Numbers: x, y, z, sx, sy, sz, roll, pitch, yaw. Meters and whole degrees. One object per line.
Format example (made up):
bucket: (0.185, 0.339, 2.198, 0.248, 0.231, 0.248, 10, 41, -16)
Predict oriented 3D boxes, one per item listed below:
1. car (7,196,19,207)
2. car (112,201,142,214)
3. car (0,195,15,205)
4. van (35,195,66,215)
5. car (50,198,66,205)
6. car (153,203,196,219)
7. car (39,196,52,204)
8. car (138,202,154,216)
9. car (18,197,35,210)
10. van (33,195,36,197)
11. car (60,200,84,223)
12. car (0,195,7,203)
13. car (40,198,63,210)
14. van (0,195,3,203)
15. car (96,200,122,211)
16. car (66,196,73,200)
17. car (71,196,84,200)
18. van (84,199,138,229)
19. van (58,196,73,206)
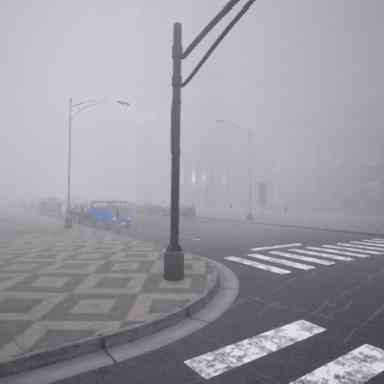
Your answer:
car: (-27.567, 1.692, 52.835, 2.008, 1.369, 4.403, 1, -1, -35)
car: (-7.820, 1.751, 39.709, 1.887, 1.381, 4.507, 1, -1, -35)
car: (-37.035, 1.731, 66.231, 1.752, 1.417, 4.829, 1, -1, -35)
van: (-14.809, 1.397, 34.790, 1.690, 1.788, 3.998, 1, -1, -35)
car: (-26.966, 1.886, 66.775, 2.008, 1.369, 4.403, 1, -1, -35)
car: (-1.439, 1.710, 30.687, 1.887, 1.381, 4.507, 1, -1, -35)
car: (-33.347, 1.818, 75.798, 1.967, 1.590, 4.097, 1, -1, -35)
car: (-4.629, 1.730, 35.198, 1.887, 1.381, 4.507, 1, -1, -35)
car: (-21.190, 1.681, 43.811, 1.802, 1.307, 4.206, 1, -1, -35)
van: (-36.536, 1.740, 80.309, 1.690, 1.788, 3.998, 1, -1, -35)
car: (-8.434, 1.559, 25.765, 1.887, 1.381, 4.507, 1, -1, -35)
car: (-43.509, 1.564, 75.396, 2.192, 1.841, 5.009, 1, -1, -35)
car: (-19.700, 1.658, 46.513, 1.837, 1.490, 4.892, 1, -1, -35)
van: (-46.698, 1.612, 79.907, 1.690, 1.788, 3.998, 1, -1, -35)
car: (-11.109, 1.754, 44.359, 1.752, 1.417, 4.829, 1, -1, -35)
car: (-20.582, 1.607, 57.755, 2.192, 1.841, 5.009, 1, -1, -35)
car: (-17.393, 1.815, 53.242, 1.887, 1.381, 4.507, 1, -1, -35)
van: (-5.243, 1.335, 21.255, 1.690, 1.788, 3.998, 1, -1, -35)
van: (-23.773, 1.654, 62.266, 1.690, 1.788, 3.998, 1, -1, -35)
